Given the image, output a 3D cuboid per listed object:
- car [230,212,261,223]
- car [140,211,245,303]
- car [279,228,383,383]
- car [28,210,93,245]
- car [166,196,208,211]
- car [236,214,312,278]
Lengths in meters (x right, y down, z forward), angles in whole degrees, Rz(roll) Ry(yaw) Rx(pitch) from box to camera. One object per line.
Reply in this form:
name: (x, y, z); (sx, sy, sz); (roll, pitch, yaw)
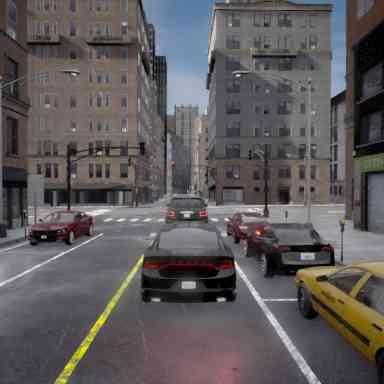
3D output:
car: (2.631, 1.576, 15.570); (1.802, 1.307, 4.206); (-1, 0, -1)
car: (-0.079, 1.475, 8.292); (1.882, 1.535, 5.008); (0, 0, 0)
car: (2.803, 1.524, 4.569); (1.752, 1.417, 4.829); (-1, 0, -1)
car: (-5.913, 1.539, 15.432); (1.887, 1.381, 4.507); (-1, 0, -1)
car: (-0.284, 1.215, 18.423); (2.150, 2.045, 5.566); (0, 0, -1)
car: (2.719, 1.562, 9.985); (1.947, 1.339, 4.313); (-1, 0, -1)
